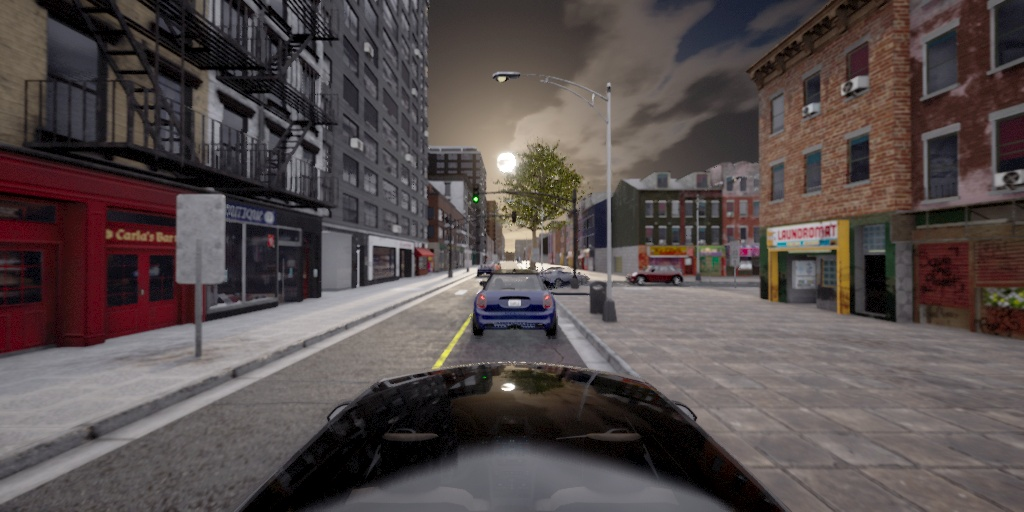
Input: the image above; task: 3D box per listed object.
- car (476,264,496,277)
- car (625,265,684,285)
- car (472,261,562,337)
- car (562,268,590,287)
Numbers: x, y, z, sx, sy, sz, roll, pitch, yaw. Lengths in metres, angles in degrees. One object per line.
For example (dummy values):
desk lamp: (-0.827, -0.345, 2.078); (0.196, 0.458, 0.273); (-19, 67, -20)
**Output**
car: (-2.826, 1.572, 39.996); (1.895, 1.301, 4.718); (0, 0, 0)
car: (10.930, 1.411, 27.821); (4.097, 1.591, 1.967); (0, 0, 0)
car: (0.079, 1.152, 10.656); (2.097, 1.767, 4.553); (0, 0, 0)
car: (3.340, 1.456, 24.025); (4.181, 1.385, 1.994); (1, -1, -41)
